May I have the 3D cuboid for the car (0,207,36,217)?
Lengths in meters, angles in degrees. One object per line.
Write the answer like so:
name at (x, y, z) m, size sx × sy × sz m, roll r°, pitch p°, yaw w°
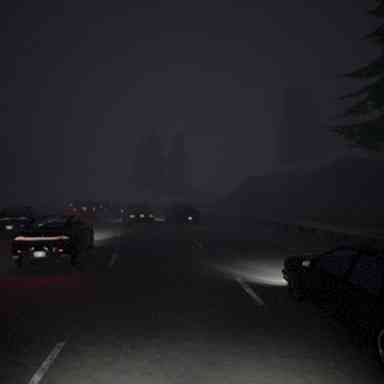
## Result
car at (-9.847, 1.592, 19.237) m, size 2.128 × 1.511 × 4.902 m, roll 0°, pitch 0°, yaw -14°

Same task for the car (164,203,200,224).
car at (-0.862, 1.607, 25.747) m, size 1.837 × 1.490 × 4.892 m, roll 0°, pitch 0°, yaw -18°

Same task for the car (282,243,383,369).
car at (3.173, 1.560, 5.356) m, size 2.033 × 1.411 × 5.357 m, roll 0°, pitch 0°, yaw -4°

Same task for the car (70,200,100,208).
car at (-9.936, 1.495, 30.240) m, size 2.097 × 1.767 × 4.553 m, roll 0°, pitch 0°, yaw -22°

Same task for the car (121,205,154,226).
car at (-4.086, 1.653, 24.521) m, size 2.033 × 1.411 × 5.357 m, roll 0°, pitch 0°, yaw -18°

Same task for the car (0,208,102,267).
car at (-4.690, 1.550, 11.804) m, size 2.128 × 1.511 × 4.902 m, roll 0°, pitch 0°, yaw -9°

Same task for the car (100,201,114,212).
car at (-11.111, 1.787, 40.739) m, size 1.895 × 1.301 × 4.718 m, roll 0°, pitch 0°, yaw -29°
